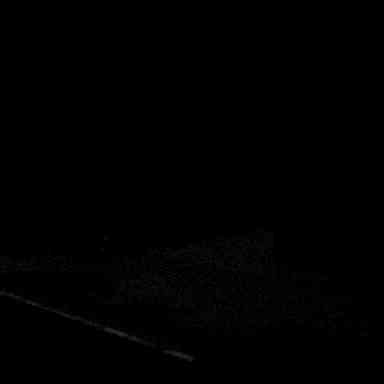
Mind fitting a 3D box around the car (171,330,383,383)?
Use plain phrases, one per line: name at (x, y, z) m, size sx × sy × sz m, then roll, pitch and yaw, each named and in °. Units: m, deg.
car at (1.840, 1.541, 1.766) m, size 4.507 × 1.381 × 1.887 m, roll 0°, pitch 0°, yaw 36°
